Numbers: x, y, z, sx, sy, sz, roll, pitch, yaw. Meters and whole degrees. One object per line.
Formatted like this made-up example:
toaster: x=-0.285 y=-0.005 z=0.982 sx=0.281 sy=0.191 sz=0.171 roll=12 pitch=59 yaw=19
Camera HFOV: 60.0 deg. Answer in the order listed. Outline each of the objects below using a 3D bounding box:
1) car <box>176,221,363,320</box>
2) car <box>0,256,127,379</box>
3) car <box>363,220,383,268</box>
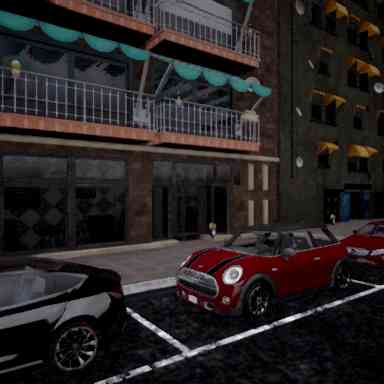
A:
car: x=1.636 y=1.437 z=7.267 sx=4.097 sy=1.590 sz=1.967 roll=0 pitch=0 yaw=-35
car: x=-2.918 y=1.563 z=4.018 sx=4.313 sy=1.339 sz=1.947 roll=0 pitch=0 yaw=-36
car: x=6.191 y=1.579 z=10.516 sx=4.206 sy=1.307 sz=1.802 roll=0 pitch=0 yaw=-36
